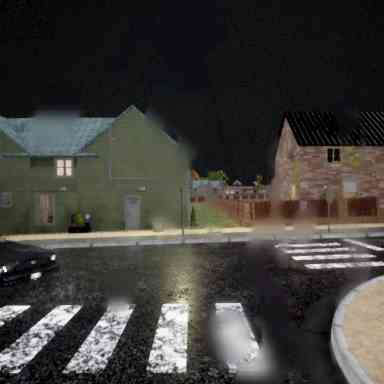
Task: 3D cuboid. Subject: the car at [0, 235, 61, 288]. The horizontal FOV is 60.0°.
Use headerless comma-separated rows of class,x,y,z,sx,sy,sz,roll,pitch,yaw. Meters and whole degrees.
car,-6.093,1.682,8.635,5.357,1.411,2.033,-3,-1,21
